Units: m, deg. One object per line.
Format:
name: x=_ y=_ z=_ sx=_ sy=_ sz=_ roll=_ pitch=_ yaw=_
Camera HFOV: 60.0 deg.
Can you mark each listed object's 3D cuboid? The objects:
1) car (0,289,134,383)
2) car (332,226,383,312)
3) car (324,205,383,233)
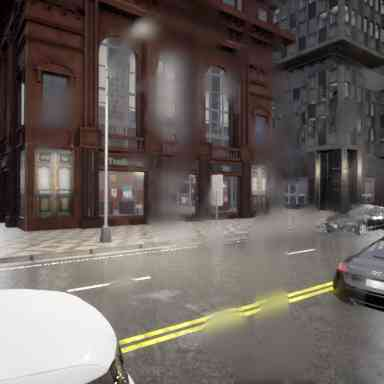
car: x=-2.926 y=1.221 z=1.348 sx=5.566 sy=2.045 sz=2.150 roll=0 pitch=0 yaw=-36
car: x=4.811 y=1.562 z=6.888 sx=4.181 sy=1.385 sz=1.994 roll=0 pitch=0 yaw=-35
car: x=9.248 y=1.492 z=18.288 sx=4.892 sy=1.490 sz=1.837 roll=0 pitch=0 yaw=-36
